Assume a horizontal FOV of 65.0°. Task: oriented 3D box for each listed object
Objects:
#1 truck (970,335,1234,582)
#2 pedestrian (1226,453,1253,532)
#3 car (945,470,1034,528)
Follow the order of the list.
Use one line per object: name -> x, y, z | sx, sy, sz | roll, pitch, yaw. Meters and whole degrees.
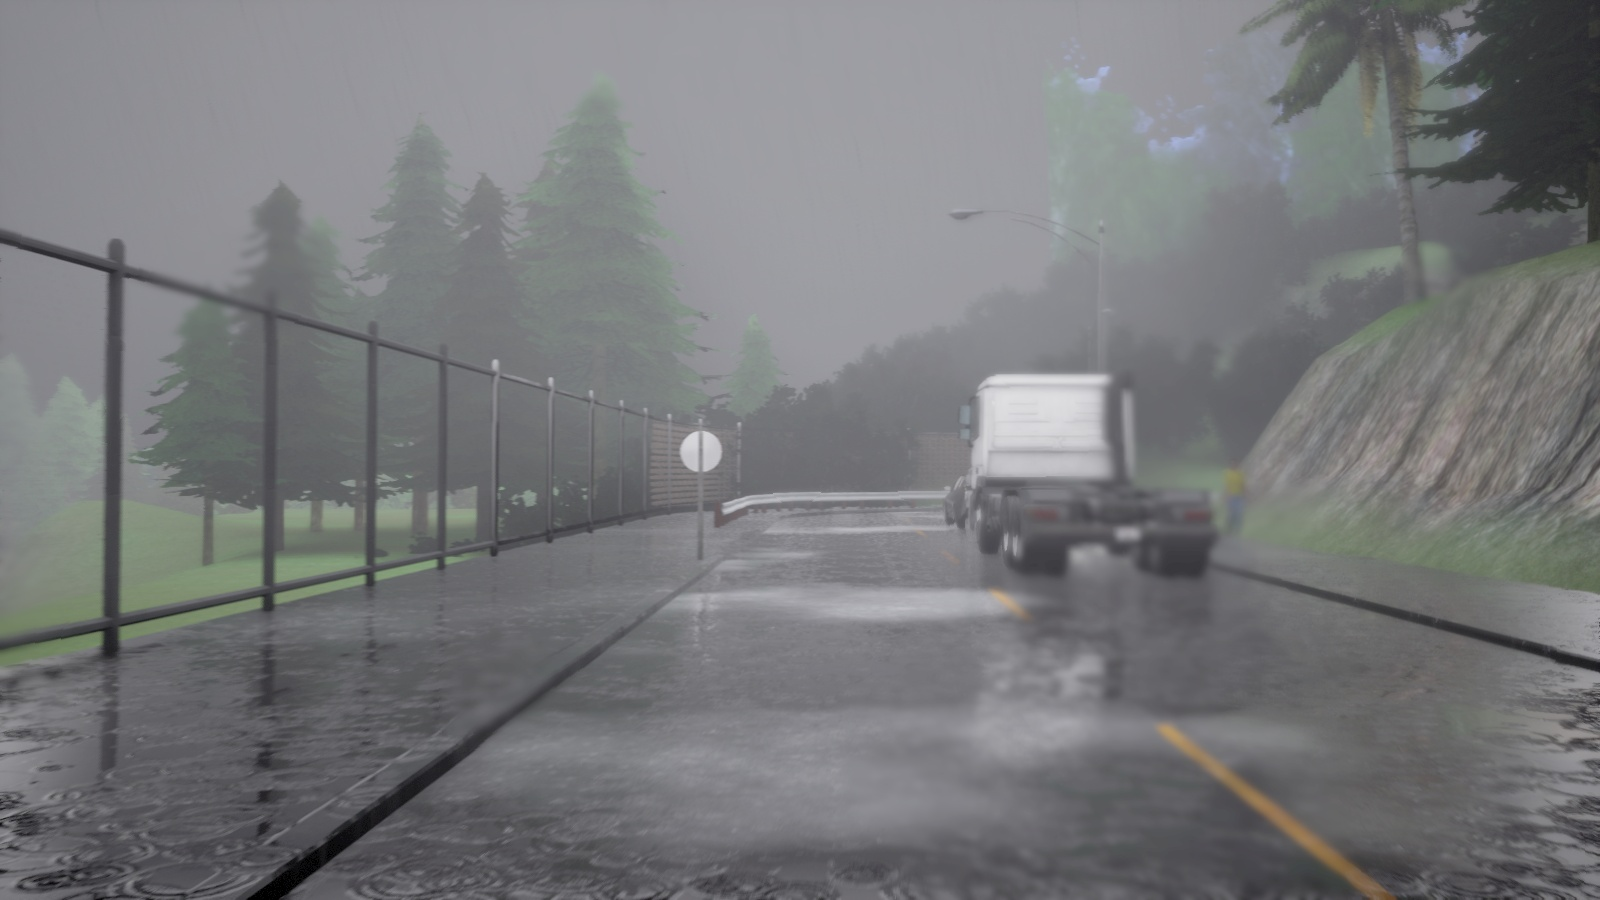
truck -> 4.784, 0.185, 21.653 | 2.891, 3.462, 7.936 | 0, -1, 2
pedestrian -> 10.301, 0.994, 29.438 | 0.354, 1.836, 0.706 | 0, -1, 0
car -> 5.320, 1.348, 35.730 | 2.007, 1.525, 4.514 | 0, -1, 2
